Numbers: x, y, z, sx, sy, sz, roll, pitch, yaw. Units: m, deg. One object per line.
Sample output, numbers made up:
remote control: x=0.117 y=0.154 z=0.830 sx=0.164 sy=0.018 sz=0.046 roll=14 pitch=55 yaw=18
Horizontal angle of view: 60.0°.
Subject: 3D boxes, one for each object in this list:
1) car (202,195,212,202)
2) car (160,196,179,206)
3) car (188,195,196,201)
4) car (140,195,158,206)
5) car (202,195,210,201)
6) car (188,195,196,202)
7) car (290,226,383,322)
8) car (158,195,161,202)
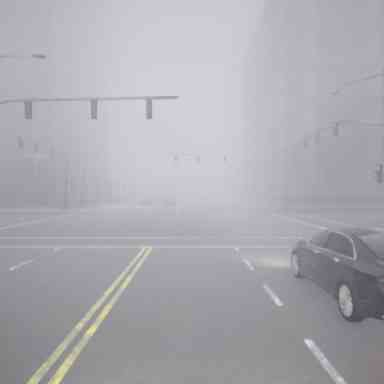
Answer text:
car: x=3.502 y=1.466 z=74.413 sx=2.128 sy=1.511 sz=4.902 roll=0 pitch=0 yaw=0
car: x=-3.562 y=1.437 z=53.566 sx=1.882 sy=1.535 sz=5.008 roll=0 pitch=0 yaw=0
car: x=0.002 y=1.445 z=83.488 sx=2.128 sy=1.511 sz=4.902 roll=0 pitch=0 yaw=0
car: x=-7.060 y=1.524 z=53.579 sx=1.994 sy=1.385 sz=4.181 roll=0 pitch=0 yaw=0
car: x=3.502 y=1.444 z=83.488 sx=1.812 sy=1.442 sz=4.674 roll=0 pitch=0 yaw=0
car: x=0.002 y=1.466 z=74.101 sx=2.128 sy=1.511 sz=4.902 roll=0 pitch=0 yaw=0
car: x=3.574 y=1.498 z=7.181 sx=1.837 sy=1.490 sz=4.892 roll=0 pitch=0 yaw=0
car: x=-6.998 y=1.448 z=69.092 sx=1.837 sy=1.490 sz=4.892 roll=0 pitch=0 yaw=0
